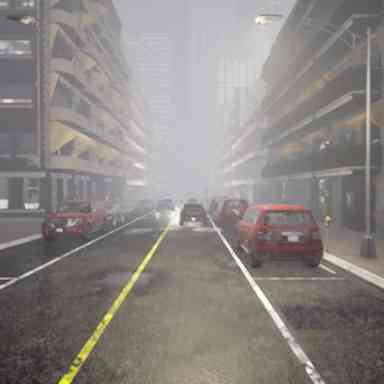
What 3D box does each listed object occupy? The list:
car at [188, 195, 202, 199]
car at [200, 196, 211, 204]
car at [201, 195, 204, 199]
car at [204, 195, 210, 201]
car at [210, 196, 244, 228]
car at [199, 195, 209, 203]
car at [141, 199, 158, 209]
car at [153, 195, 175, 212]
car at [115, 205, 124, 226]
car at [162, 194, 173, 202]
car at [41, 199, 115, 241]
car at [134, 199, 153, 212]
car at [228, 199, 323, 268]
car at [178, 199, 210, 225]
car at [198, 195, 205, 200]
[{"bbox_3d":[0.094,1.527,45.976,1.812,1.442,4.674,0,0,0],"label":"car"},{"bbox_3d":[2.672,1.569,67.198,1.947,1.339,4.313,-1,0,0],"label":"car"},{"bbox_3d":[2.672,1.528,61.766,1.752,1.417,4.829,-1,0,0],"label":"car"},{"bbox_3d":[2.673,1.316,33.586,2.192,1.841,5.009,-1,0,0],"label":"car"},{"bbox_3d":[2.674,1.315,22.382,2.192,1.841,5.009,-1,0,0],"label":"car"},{"bbox_3d":[2.670,1.444,72.800,1.967,1.590,4.097,-1,0,0],"label":"car"},{"bbox_3d":[-5.705,1.583,44.818,1.802,1.307,4.206,-1,0,0],"label":"car"},{"bbox_3d":[-3.057,1.478,39.149,1.882,1.535,5.008,0,0,1],"label":"car"},{"bbox_3d":[-5.710,1.551,22.410,2.008,1.369,4.403,-1,0,0],"label":"car"},{"bbox_3d":[-5.712,1.320,78.430,2.192,1.841,5.009,-1,0,0],"label":"car"},{"bbox_3d":[-5.696,1.315,16.807,2.192,1.841,5.009,-1,0,0],"label":"car"},{"bbox_3d":[-5.705,1.583,39.216,1.802,1.307,4.206,-1,0,0],"label":"car"},{"bbox_3d":[2.675,1.315,11.178,2.192,1.841,5.009,-1,0,0],"label":"car"},{"bbox_3d":[0.098,1.505,23.994,1.837,1.490,4.892,0,0,0],"label":"car"},{"bbox_3d":[2.670,1.574,95.208,1.947,1.339,4.313,-1,0,0],"label":"car"}]
